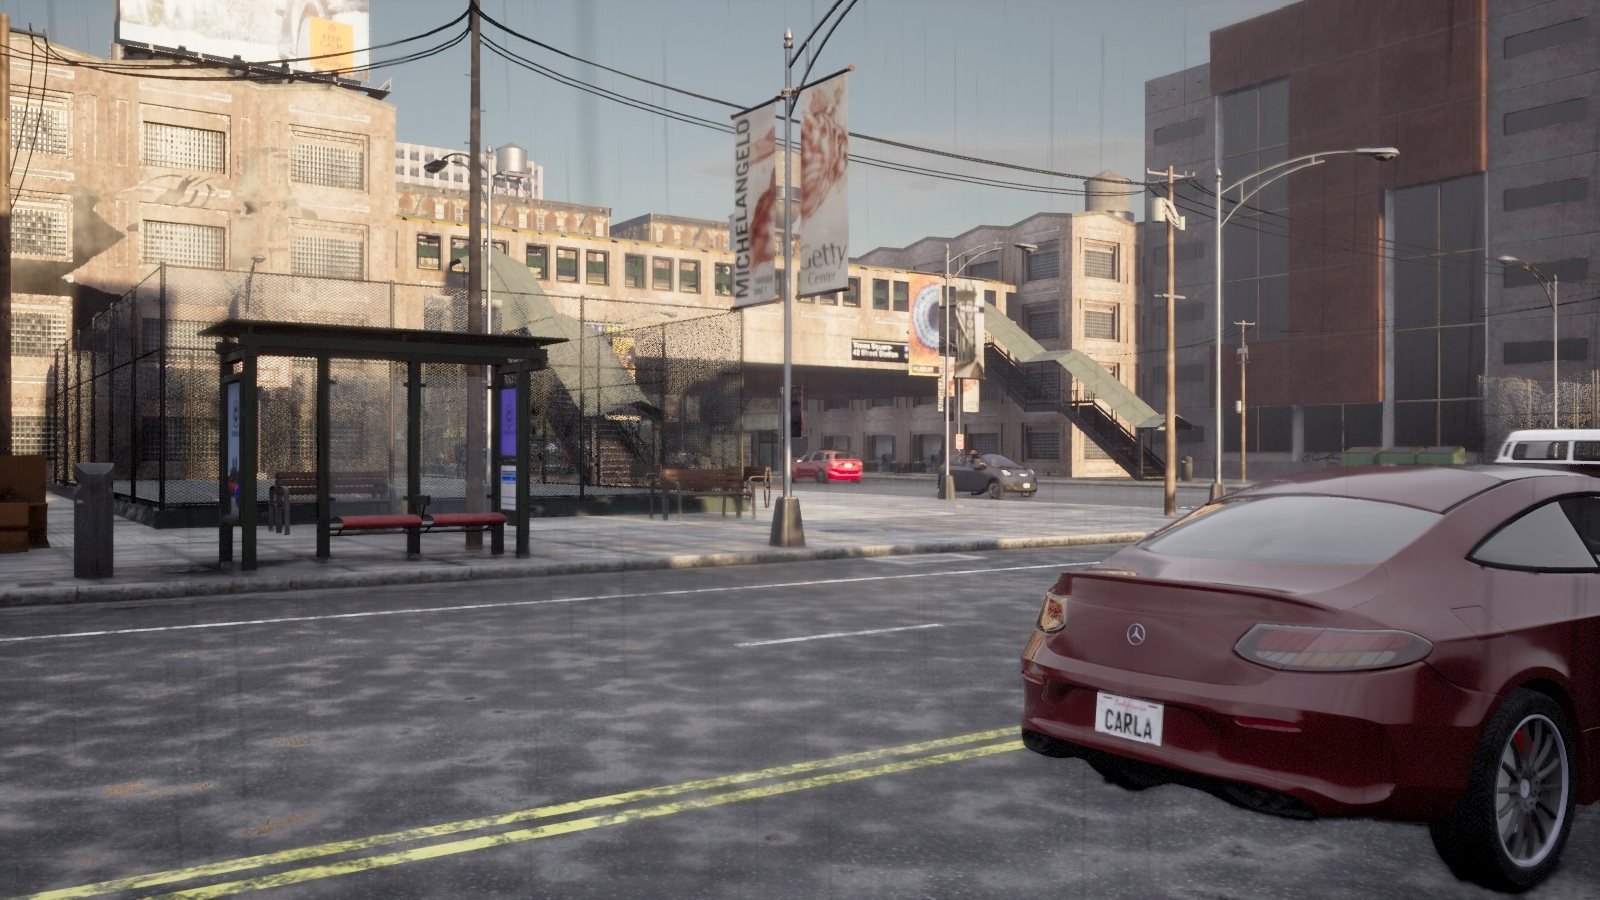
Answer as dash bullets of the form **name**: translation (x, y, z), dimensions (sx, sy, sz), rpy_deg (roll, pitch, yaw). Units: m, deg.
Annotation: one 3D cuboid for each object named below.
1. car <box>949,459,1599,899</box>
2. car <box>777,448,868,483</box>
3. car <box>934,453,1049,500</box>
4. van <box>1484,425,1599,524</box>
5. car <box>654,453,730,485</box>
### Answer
- **car**: translation (3.046, 0.778, 5.767), dimensions (4.674, 1.442, 1.812), rpy_deg (0, 0, -35)
- **car**: translation (1.073, 0.740, 62.613), dimensions (2.242, 1.667, 4.611), rpy_deg (0, 0, -34)
- **car**: translation (6.417, 0.849, 42.409), dimensions (1.845, 1.501, 3.633), rpy_deg (0, 0, -34)
- **van**: translation (17.271, 0.496, 26.554), dimensions (2.069, 2.038, 4.480), rpy_deg (0, 0, -34)
- **car**: translation (-5.129, 0.866, 59.285), dimensions (1.970, 1.475, 3.806), rpy_deg (0, 0, -34)
